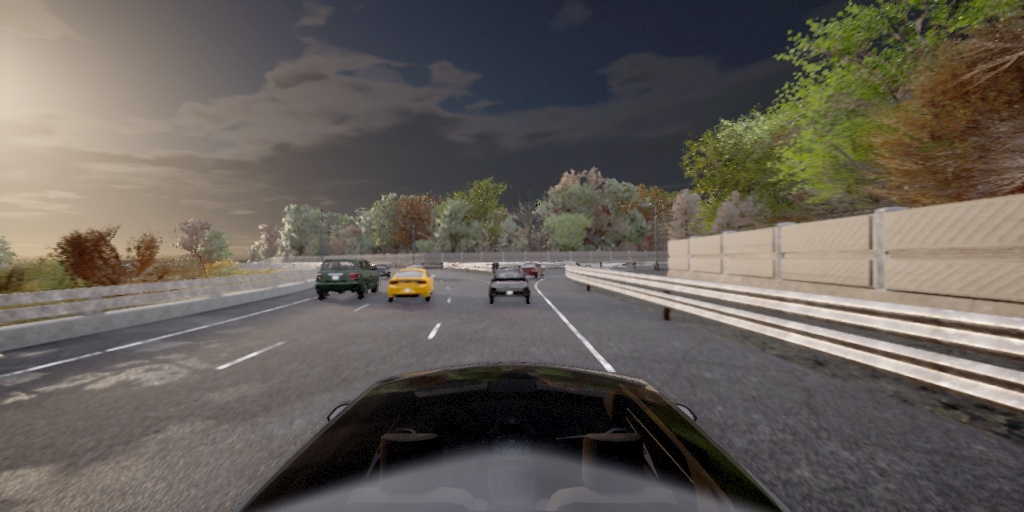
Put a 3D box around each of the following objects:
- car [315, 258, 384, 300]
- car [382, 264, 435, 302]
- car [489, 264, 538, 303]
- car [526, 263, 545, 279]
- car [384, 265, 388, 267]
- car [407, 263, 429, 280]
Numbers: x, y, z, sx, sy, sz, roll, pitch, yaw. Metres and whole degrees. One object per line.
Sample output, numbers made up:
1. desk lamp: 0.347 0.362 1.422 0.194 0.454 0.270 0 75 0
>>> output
1. car: -8.723 1.152 19.448 2.150 2.045 5.566 0 -1 -10
2. car: -5.005 1.375 18.274 1.882 1.535 5.008 0 0 -9
3. car: -0.106 1.344 17.361 2.128 1.511 4.902 0 0 0
4. car: 2.032 1.435 35.894 1.882 1.535 5.008 -1 0 16
5. car: -13.879 1.621 38.056 1.812 1.442 4.674 0 0 -20
6. car: -9.710 1.532 36.784 1.882 1.535 5.008 0 0 -19
